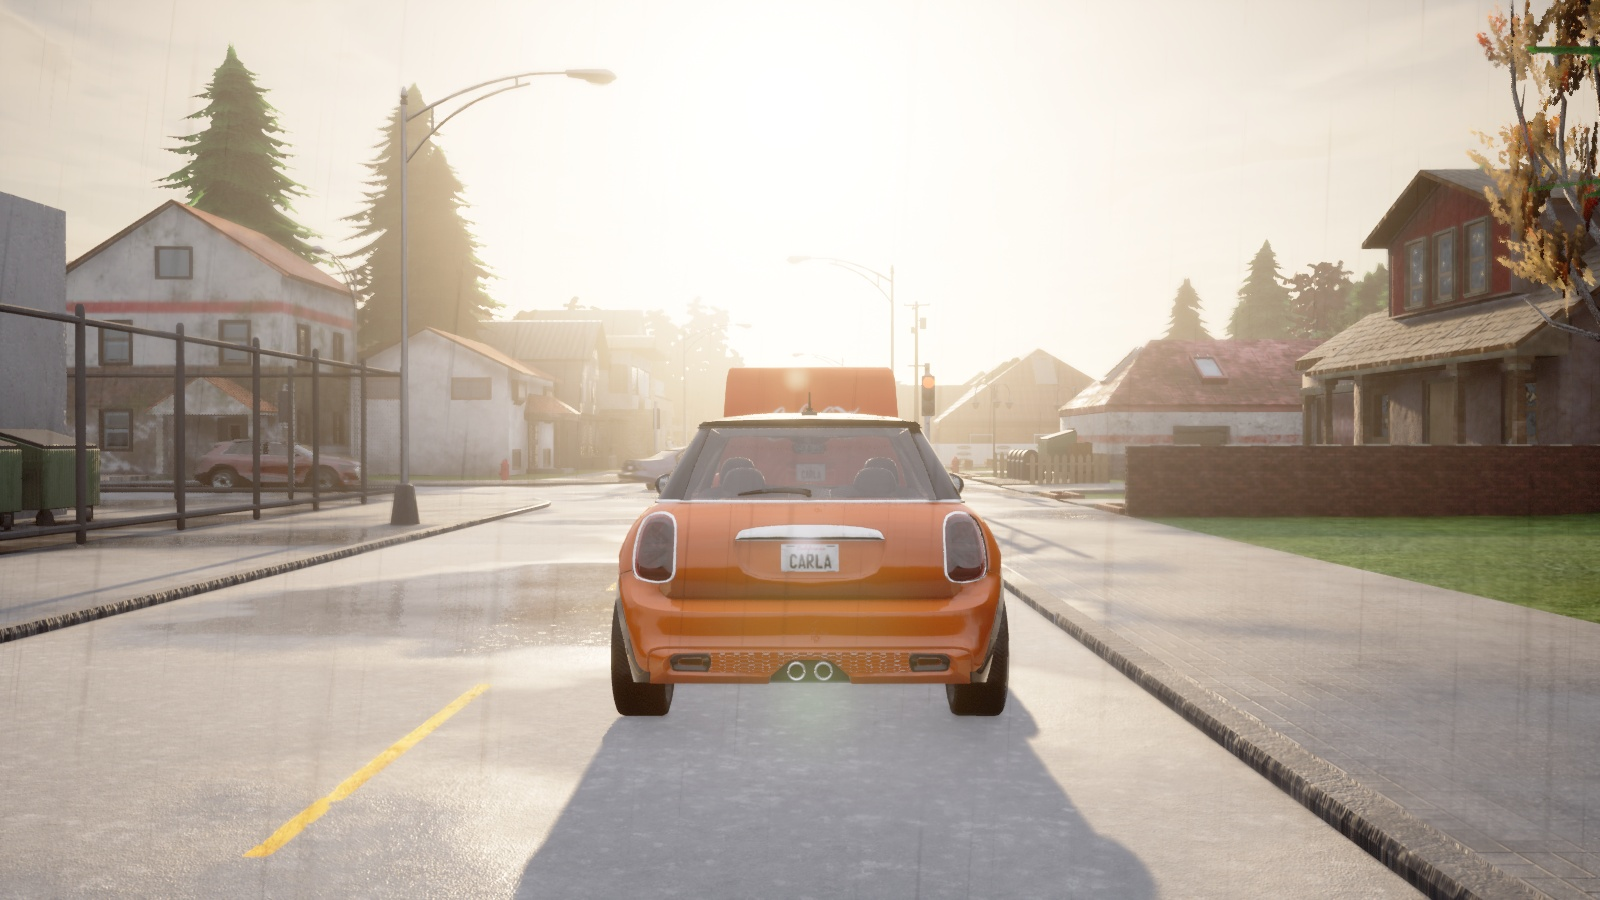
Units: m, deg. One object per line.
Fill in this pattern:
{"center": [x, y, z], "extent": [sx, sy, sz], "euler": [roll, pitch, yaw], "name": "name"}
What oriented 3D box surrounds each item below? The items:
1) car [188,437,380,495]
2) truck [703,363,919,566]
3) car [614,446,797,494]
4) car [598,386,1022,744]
{"center": [-15.200, 0.454, 37.202], "extent": [4.856, 1.649, 2.033], "euler": [0, 0, 0], "name": "car"}
{"center": [0.125, 0.159, 17.875], "extent": [2.627, 2.467, 5.204], "euler": [0, 0, 0], "name": "truck"}
{"center": [-2.924, 0.569, 39.356], "extent": [5.357, 1.411, 2.033], "euler": [0, 0, -31], "name": "car"}
{"center": [0.062, 0.557, 8.482], "extent": [2.097, 1.767, 4.553], "euler": [0, 0, 0], "name": "car"}
